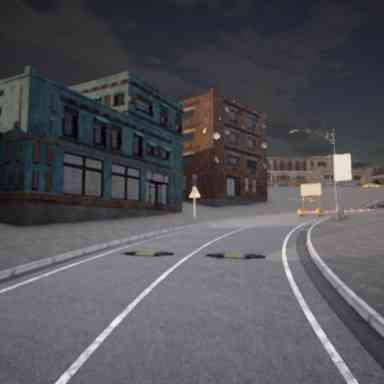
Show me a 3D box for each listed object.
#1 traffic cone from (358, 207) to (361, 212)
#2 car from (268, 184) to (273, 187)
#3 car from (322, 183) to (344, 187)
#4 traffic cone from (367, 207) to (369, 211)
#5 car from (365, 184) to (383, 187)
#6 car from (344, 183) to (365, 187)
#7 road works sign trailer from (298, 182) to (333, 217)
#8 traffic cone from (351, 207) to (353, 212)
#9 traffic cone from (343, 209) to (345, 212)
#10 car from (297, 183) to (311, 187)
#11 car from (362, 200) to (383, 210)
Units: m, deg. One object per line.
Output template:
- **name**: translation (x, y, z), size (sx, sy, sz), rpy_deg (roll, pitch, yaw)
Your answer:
- **traffic cone**: translation (22.390, 2.317, 44.407), size (0.340, 0.580, 0.340), rpy_deg (-6, -4, 44)
- **car**: translation (17.095, -1.599, 79.810), size (4.553, 1.767, 2.185), rpy_deg (0, -5, -4)
- **car**: translation (33.507, -1.440, 81.092), size (4.892, 1.521, 2.231), rpy_deg (0, -5, -5)
- **traffic cone**: translation (23.101, 2.246, 43.712), size (0.340, 0.580, 0.340), rpy_deg (-6, -4, 44)
- **car**: translation (44.537, -1.328, 82.295), size (5.008, 1.535, 2.097), rpy_deg (1, -5, -7)
- **car**: translation (39.028, -1.352, 81.631), size (4.674, 1.452, 2.002), rpy_deg (1, -5, -6)
- **road works sign trailer**: translation (12.860, 0.808, 35.534), size (2.880, 3.560, 2.380), rpy_deg (0, -3, -44)
- **traffic cone**: translation (21.673, 2.389, 45.101), size (0.340, 0.580, 0.340), rpy_deg (-6, -5, 45)
- **traffic cone**: translation (20.963, 2.461, 45.797), size (0.340, 0.580, 0.340), rpy_deg (-6, -5, 44)
- **car**: translation (28.004, -1.460, 80.653), size (4.892, 1.521, 2.231), rpy_deg (0, -5, -4)
- **car**: translation (29.103, 2.112, 52.723), size (4.892, 1.490, 1.837), rpy_deg (0, -5, -28)
